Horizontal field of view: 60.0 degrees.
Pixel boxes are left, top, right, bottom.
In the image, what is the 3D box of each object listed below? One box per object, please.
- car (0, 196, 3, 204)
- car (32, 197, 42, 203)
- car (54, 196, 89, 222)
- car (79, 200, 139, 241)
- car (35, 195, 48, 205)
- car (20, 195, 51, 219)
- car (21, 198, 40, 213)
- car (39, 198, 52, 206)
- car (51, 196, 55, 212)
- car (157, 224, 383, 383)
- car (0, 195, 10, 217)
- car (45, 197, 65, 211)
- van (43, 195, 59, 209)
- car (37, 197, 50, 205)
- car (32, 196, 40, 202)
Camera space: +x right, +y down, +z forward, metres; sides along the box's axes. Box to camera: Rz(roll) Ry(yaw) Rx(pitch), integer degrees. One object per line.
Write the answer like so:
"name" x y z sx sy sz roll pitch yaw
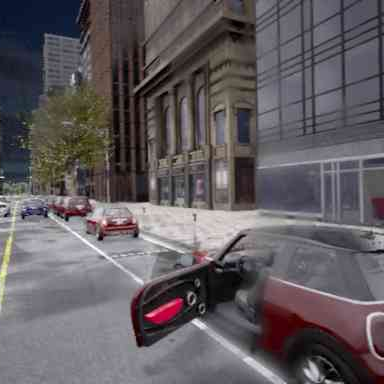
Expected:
"car" -45.519 1.808 77.578 2.192 1.841 5.009 -2 0 -28
"car" -37.950 1.857 81.510 1.947 1.339 4.313 -2 0 -28
"car" -9.308 1.290 26.487 2.192 1.841 5.009 -2 0 -28
"car" -4.094 1.375 16.484 1.967 1.590 4.097 -1 0 -28
"car" -30.144 1.501 66.503 2.192 1.841 5.009 -2 0 -27
"car" -14.342 1.414 30.141 2.097 1.767 4.553 -2 0 -27
"car" -19.343 1.586 39.628 1.882 1.535 5.008 -2 1 -27
"car" -24.929 1.701 56.501 1.802 1.307 4.206 -2 0 -28
"car" -11.912 1.312 31.489 2.192 1.841 5.009 -2 0 -28
"car" 1.365 1.267 4.978 2.097 1.767 4.553 -2 1 -28
"car" -19.033 1.377 32.383 2.150 2.045 5.566 -2 0 -27
"car" -17.118 1.484 41.494 1.967 1.590 4.097 -2 0 -28
"van" -19.725 1.408 46.496 1.690 1.788 3.998 -2 0 -28
"car" -27.533 1.717 61.501 1.947 1.339 4.313 -2 0 -28
"car" -40.635 1.854 86.664 1.752 1.417 4.829 -2 0 -28
